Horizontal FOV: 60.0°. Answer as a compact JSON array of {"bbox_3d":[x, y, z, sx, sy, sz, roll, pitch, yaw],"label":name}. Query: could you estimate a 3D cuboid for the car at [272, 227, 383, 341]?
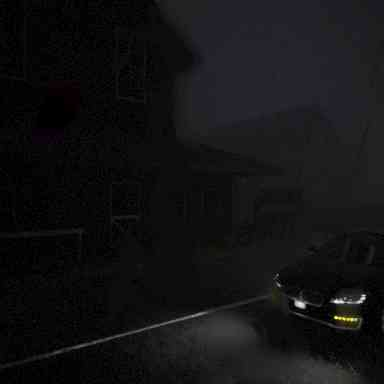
[{"bbox_3d":[3.656,1.505,6.598,4.892,1.490,1.837,0,0,-36],"label":"car"}]
